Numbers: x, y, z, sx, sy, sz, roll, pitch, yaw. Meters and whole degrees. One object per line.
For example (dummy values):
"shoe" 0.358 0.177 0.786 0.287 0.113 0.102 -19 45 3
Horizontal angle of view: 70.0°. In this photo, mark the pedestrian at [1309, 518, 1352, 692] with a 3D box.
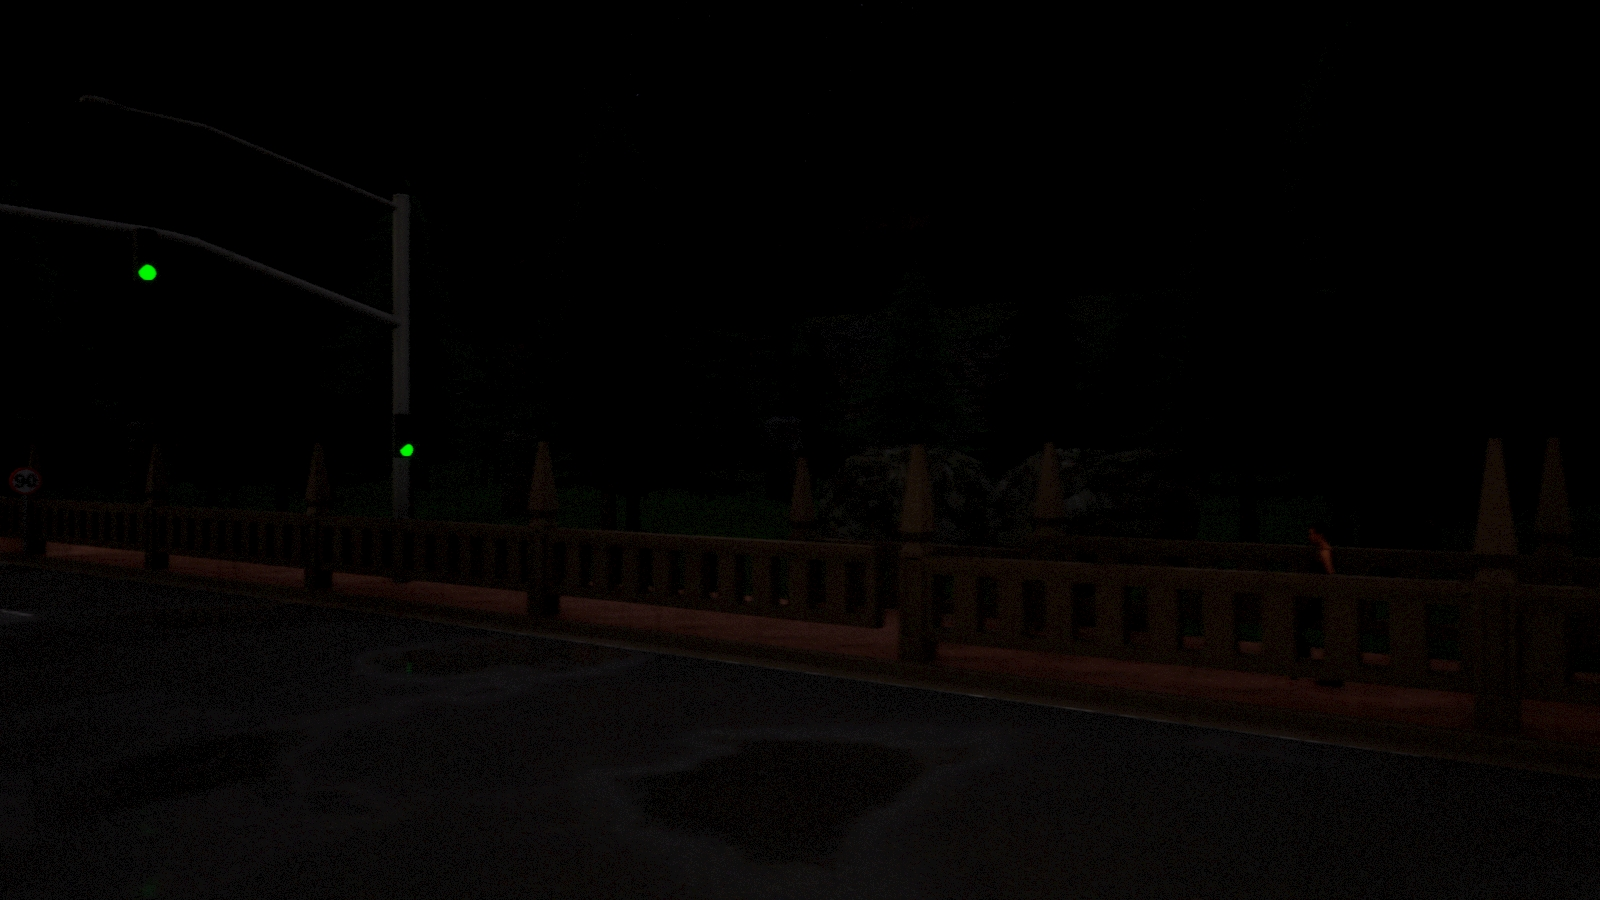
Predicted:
"pedestrian" 5.876 1.693 12.653 0.375 1.860 0.375 0 0 35
